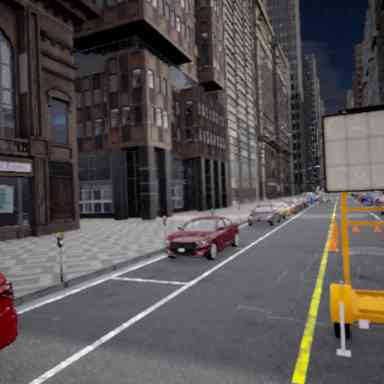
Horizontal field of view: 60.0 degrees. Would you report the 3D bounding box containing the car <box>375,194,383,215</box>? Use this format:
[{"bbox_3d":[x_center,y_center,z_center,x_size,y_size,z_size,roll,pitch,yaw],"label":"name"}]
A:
[{"bbox_3d":[15.216,1.111,25.006,1.752,1.417,4.829,-2,0,24],"label":"car"}]

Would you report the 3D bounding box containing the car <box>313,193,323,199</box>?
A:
[{"bbox_3d":[30.037,1.012,79.514,1.947,1.339,4.313,-2,0,24],"label":"car"}]

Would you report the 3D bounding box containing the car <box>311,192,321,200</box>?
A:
[{"bbox_3d":[27.764,0.936,74.393,1.967,1.590,4.097,-2,0,24],"label":"car"}]

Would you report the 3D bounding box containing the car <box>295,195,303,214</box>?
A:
[{"bbox_3d":[9.621,1.331,33.418,1.967,1.590,4.097,-2,0,24],"label":"car"}]

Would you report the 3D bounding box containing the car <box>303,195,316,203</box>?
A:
[{"bbox_3d":[20.966,1.225,59.026,1.802,1.307,4.206,-2,0,24],"label":"car"}]

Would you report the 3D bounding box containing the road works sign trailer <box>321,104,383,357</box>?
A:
[{"bbox_3d":[3.458,0.367,5.385,2.380,3.560,2.880,-3,-1,24],"label":"road works sign trailer"}]

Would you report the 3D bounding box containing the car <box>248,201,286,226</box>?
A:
[{"bbox_3d":[5.090,1.572,23.173,1.802,1.307,4.206,-2,0,24],"label":"car"}]

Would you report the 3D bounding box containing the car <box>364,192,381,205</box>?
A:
[{"bbox_3d":[19.683,1.032,35.095,1.887,1.381,4.507,-2,0,24],"label":"car"}]

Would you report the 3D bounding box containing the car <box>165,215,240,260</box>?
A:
[{"bbox_3d":[0.553,1.634,12.929,1.887,1.381,4.507,-2,0,24],"label":"car"}]

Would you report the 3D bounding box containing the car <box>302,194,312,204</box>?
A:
[{"bbox_3d":[14.161,1.337,43.661,1.887,1.381,4.507,-2,0,24],"label":"car"}]

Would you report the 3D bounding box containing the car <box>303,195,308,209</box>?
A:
[{"bbox_3d":[11.893,1.386,38.539,1.887,1.381,4.507,-2,0,24],"label":"car"}]

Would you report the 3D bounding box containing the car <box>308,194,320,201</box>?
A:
[{"bbox_3d":[25.501,1.111,69.270,1.947,1.339,4.313,-2,0,24],"label":"car"}]

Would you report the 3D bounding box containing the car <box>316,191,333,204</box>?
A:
[{"bbox_3d":[21.396,1.066,53.195,2.128,1.511,4.902,-3,-1,24],"label":"car"}]

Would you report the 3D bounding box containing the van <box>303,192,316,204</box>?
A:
[{"bbox_3d":[18.689,1.034,53.907,1.690,1.788,3.998,-2,0,24],"label":"van"}]

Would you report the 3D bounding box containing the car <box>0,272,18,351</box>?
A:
[{"bbox_3d":[-3.991,1.505,2.687,2.192,1.841,5.009,-2,0,24],"label":"car"}]

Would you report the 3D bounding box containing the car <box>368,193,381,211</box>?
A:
[{"bbox_3d":[17.416,1.082,29.973,1.887,1.381,4.507,-2,0,24],"label":"car"}]

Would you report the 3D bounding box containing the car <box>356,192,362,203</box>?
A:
[{"bbox_3d":[26.488,0.884,50.463,1.887,1.381,4.507,-2,0,24],"label":"car"}]

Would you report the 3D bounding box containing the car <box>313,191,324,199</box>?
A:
[{"bbox_3d":[32.295,0.713,84.638,2.192,1.841,5.009,-2,0,24],"label":"car"}]

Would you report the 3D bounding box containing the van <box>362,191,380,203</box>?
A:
[{"bbox_3d":[21.944,0.779,40.219,1.690,1.788,3.998,-2,0,24],"label":"van"}]

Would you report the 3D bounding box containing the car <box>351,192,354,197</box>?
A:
[{"bbox_3d":[35.560,0.687,70.951,1.887,1.381,4.507,-2,0,24],"label":"car"}]

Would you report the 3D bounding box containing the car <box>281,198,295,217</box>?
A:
[{"bbox_3d":[7.287,1.467,28.140,1.752,1.417,4.829,-2,0,24],"label":"car"}]

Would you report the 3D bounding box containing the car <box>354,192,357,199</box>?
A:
[{"bbox_3d":[28.752,0.730,55.585,1.967,1.590,4.097,-2,0,24],"label":"car"}]
